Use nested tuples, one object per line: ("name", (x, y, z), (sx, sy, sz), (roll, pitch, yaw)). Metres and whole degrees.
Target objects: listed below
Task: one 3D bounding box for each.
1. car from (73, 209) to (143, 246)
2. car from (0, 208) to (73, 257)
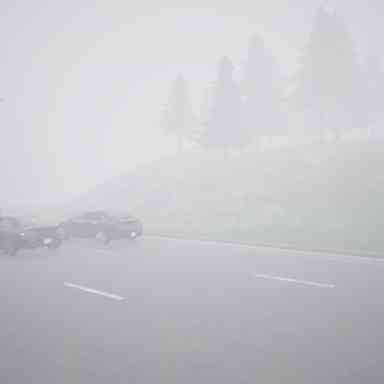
("car", (-4.480, 1.560, 15.725), (4.892, 1.490, 1.837), (0, 0, 36))
("car", (-7.017, 1.582, 13.242), (4.674, 1.442, 1.812), (0, 0, 36))
